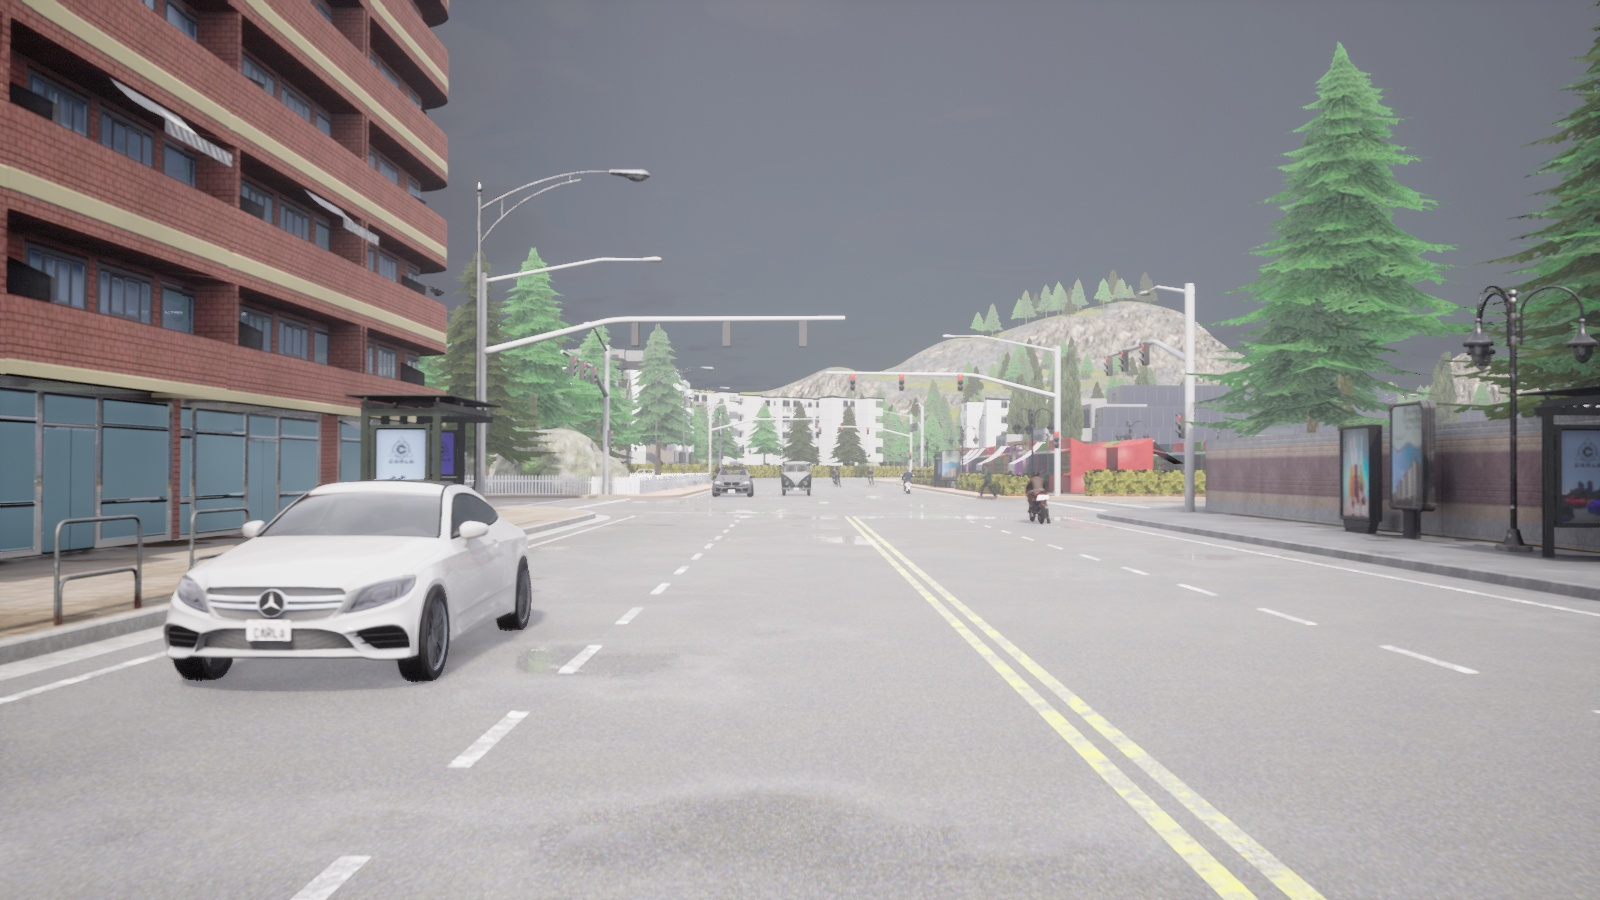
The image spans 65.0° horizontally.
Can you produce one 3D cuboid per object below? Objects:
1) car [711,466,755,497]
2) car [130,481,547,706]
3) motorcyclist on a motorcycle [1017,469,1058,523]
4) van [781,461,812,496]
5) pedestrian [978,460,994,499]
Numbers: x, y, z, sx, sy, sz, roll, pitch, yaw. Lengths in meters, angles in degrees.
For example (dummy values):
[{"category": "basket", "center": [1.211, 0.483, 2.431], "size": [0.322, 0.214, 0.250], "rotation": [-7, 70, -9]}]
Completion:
[{"category": "car", "center": [-3.686, 1.723, 70.099], "size": [2.242, 1.667, 4.611], "rotation": [0, -1, 0]}, {"category": "car", "center": [-3.535, 1.012, 10.681], "size": [1.812, 1.442, 4.674], "rotation": [0, -1, 0]}, {"category": "motorcyclist on a motorcycle", "center": [6.903, 1.315, 36.587], "size": [0.797, 1.523, 2.044], "rotation": [0, -1, 0]}, {"category": "van", "center": [-0.194, 1.671, 73.574], "size": [1.775, 1.987, 4.442], "rotation": [0, -1, 0]}, {"category": "pedestrian", "center": [9.495, 1.504, 64.107], "size": [0.788, 1.949, 0.423], "rotation": [0, -1, 6]}]
